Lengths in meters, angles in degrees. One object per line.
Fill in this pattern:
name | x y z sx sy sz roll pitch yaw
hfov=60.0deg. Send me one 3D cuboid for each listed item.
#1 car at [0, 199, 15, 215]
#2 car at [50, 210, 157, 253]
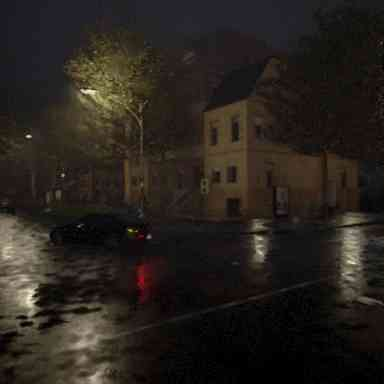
car | -18.722 1.468 32.805 2.128 1.511 4.902 0 0 -35
car | -3.613 1.497 13.451 4.674 1.442 1.812 0 1 27
